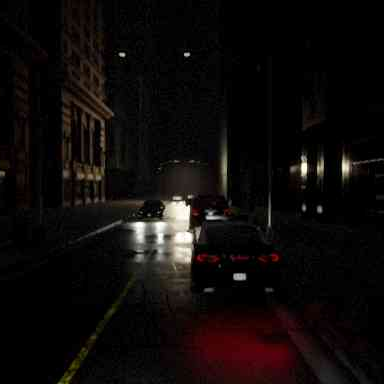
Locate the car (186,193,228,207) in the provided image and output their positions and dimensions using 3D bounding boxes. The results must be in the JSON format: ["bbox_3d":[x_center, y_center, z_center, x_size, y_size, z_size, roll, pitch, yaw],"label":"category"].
[{"bbox_3d":[0.917,1.148,18.793,2.150,2.045,5.566,0,0,0],"label":"car"}]

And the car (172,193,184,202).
[{"bbox_3d":[-2.943,1.321,67.392,1.895,1.301,4.718,0,0,0],"label":"car"}]

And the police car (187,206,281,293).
[{"bbox_3d":[0.906,1.386,8.874,1.930,1.638,5.238,0,0,0],"label":"police car"}]

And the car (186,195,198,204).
[{"bbox_3d":[0.057,1.305,59.867,2.033,1.411,5.357,0,0,0],"label":"car"}]

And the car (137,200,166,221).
[{"bbox_3d":[-3.076,1.401,26.255,1.837,1.490,4.892,0,0,0],"label":"car"}]

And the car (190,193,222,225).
[{"bbox_3d":[0.922,1.126,24.794,2.150,2.045,5.566,0,0,0],"label":"car"}]

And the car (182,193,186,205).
[{"bbox_3d":[0.057,1.308,46.178,2.128,1.511,4.902,0,0,0],"label":"car"}]
